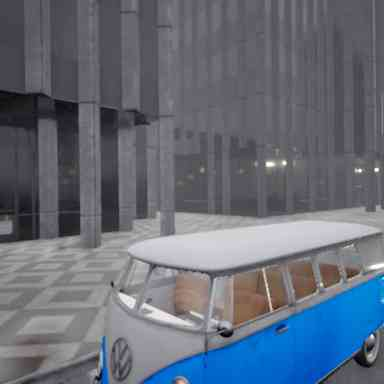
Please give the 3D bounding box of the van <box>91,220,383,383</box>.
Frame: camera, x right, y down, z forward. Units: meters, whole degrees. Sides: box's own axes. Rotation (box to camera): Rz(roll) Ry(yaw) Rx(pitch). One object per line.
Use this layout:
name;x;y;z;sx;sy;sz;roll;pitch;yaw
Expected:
van;0.903;1.313;3.923;3.998;1.788;1.690;-1;0;-41
